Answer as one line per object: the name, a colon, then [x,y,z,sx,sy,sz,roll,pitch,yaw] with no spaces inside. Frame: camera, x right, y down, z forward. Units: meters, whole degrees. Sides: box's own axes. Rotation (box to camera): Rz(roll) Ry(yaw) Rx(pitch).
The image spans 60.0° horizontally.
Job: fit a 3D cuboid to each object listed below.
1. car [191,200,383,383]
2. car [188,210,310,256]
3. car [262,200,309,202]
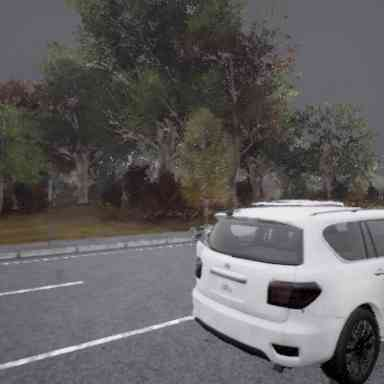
car: [2.601,1.257,5.600,5.566,2.045,2.150,0,0,-35]
car: [2.595,1.617,14.441,5.357,1.411,2.033,0,0,-35]
car: [2.770,1.276,10.265,5.566,2.045,2.150,1,0,-35]
